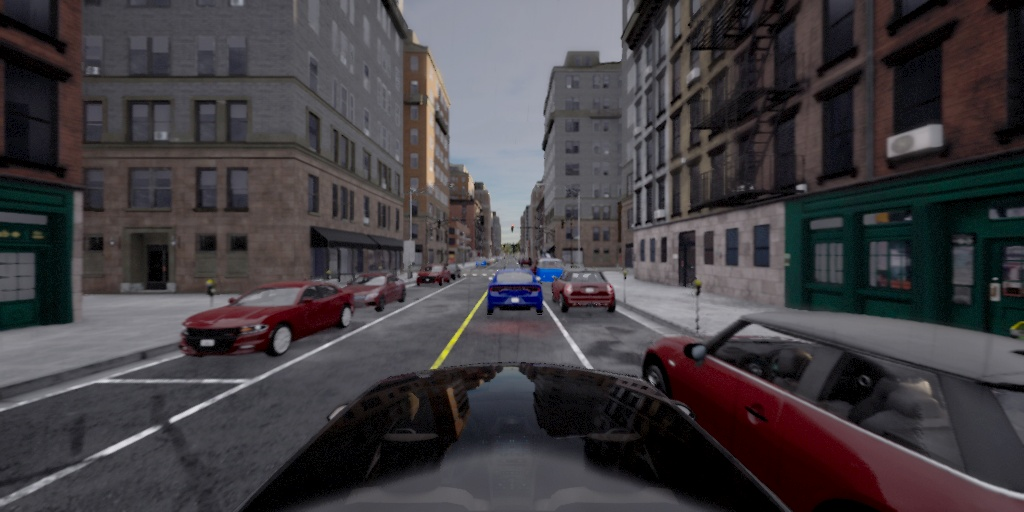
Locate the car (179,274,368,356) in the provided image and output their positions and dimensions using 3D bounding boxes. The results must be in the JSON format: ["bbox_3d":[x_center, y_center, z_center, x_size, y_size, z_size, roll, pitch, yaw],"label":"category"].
[{"bbox_3d":[-5.389,1.292,8.590,1.888,1.381,4.507,0,0,0],"label":"car"}]

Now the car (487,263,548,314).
[{"bbox_3d":[0.096,1.223,13.711,1.882,1.535,5.008,0,0,0],"label":"car"}]

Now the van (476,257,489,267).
[{"bbox_3d":[-5.421,1.055,62.598,1.690,1.789,3.998,0,0,0],"label":"van"}]

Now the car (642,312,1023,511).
[{"bbox_3d":[2.637,1.189,3.081,1.967,1.591,4.097,0,0,0],"label":"car"}]

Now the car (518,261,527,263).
[{"bbox_3d":[0.092,1.337,30.319,1.895,1.301,4.718,0,0,1],"label":"car"}]

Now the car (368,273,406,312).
[{"bbox_3d":[-5.390,1.327,14.101,1.802,1.307,4.207,0,0,0],"label":"car"}]

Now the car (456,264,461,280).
[{"bbox_3d":[-5.394,1.302,30.634,1.948,1.339,4.313,0,0,0],"label":"car"}]

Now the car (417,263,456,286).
[{"bbox_3d":[-5.393,1.284,25.124,1.888,1.381,4.507,0,0,0],"label":"car"}]

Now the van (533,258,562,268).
[{"bbox_3d":[2.632,1.080,25.125,1.690,1.789,3.998,0,0,0],"label":"van"}]

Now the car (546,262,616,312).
[{"bbox_3d":[2.635,1.185,14.103,1.967,1.591,4.097,0,0,0],"label":"car"}]

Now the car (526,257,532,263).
[{"bbox_3d":[2.631,1.051,30.637,2.192,1.841,5.009,0,0,0],"label":"car"}]
